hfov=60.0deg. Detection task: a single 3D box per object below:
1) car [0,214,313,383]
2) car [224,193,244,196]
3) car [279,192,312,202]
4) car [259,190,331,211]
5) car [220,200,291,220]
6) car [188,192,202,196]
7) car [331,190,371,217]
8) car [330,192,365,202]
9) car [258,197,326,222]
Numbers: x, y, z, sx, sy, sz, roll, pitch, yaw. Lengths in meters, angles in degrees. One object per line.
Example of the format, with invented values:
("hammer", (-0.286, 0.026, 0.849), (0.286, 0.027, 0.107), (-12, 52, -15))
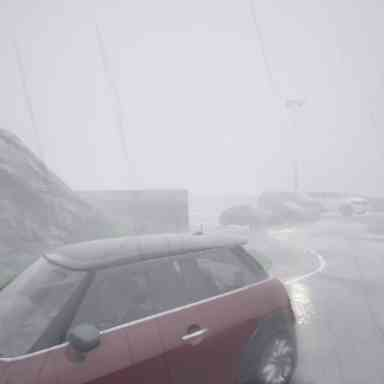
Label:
("car", (-0.996, 1.328, 3.396), (4.553, 1.767, 2.097), (-2, 1, -37))
("car", (6.321, 0.869, 52.911), (1.837, 1.490, 4.892), (-2, 0, -35))
("car", (15.911, 0.726, 51.499), (1.812, 1.442, 4.674), (-2, 1, -35))
("car", (7.670, 0.916, 26.483), (2.150, 2.045, 5.566), (-2, 1, -35))
("car", (3.527, 1.423, 20.244), (1.994, 1.385, 4.181), (-2, 1, -35))
("car", (0.144, 0.710, 73.528), (1.837, 1.490, 4.892), (-2, 1, -36))
("car", (11.473, 0.834, 27.172), (2.150, 2.045, 5.566), (-2, 1, -35))
("car", (22.513, 0.681, 48.245), (1.994, 1.385, 4.181), (-2, 1, -35))
("car", (6.236, 1.302, 22.497), (1.812, 1.442, 4.674), (-2, 1, -36))
